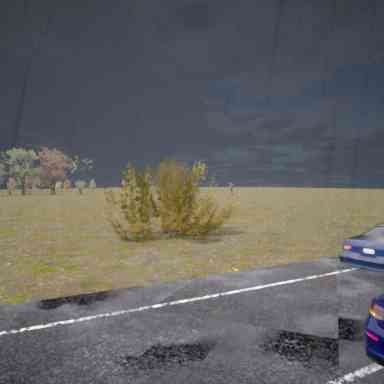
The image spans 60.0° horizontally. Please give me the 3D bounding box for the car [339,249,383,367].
[{"bbox_3d":[4.273,1.526,4.392,4.674,1.442,1.812,0,0,-28],"label":"car"}]

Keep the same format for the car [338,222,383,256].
[{"bbox_3d":[6.599,1.549,9.826,5.357,1.411,2.033,0,0,-33],"label":"car"}]
